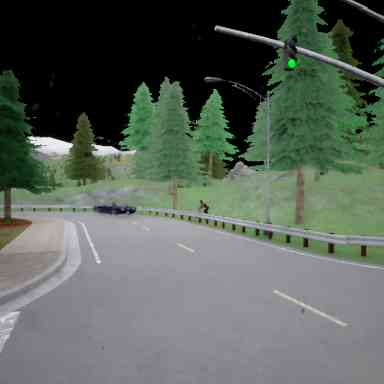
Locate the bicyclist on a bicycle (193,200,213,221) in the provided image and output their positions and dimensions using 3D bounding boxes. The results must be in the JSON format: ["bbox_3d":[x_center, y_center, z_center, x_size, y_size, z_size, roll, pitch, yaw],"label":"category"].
[{"bbox_3d":[0.853,1.441,25.525,1.656,1.620,0.582,-1,2,-20],"label":"bicyclist on a bicycle"}]

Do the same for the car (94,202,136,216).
[{"bbox_3d":[-7.473,1.579,31.790,4.718,1.301,1.895,0,0,44],"label":"car"}]
